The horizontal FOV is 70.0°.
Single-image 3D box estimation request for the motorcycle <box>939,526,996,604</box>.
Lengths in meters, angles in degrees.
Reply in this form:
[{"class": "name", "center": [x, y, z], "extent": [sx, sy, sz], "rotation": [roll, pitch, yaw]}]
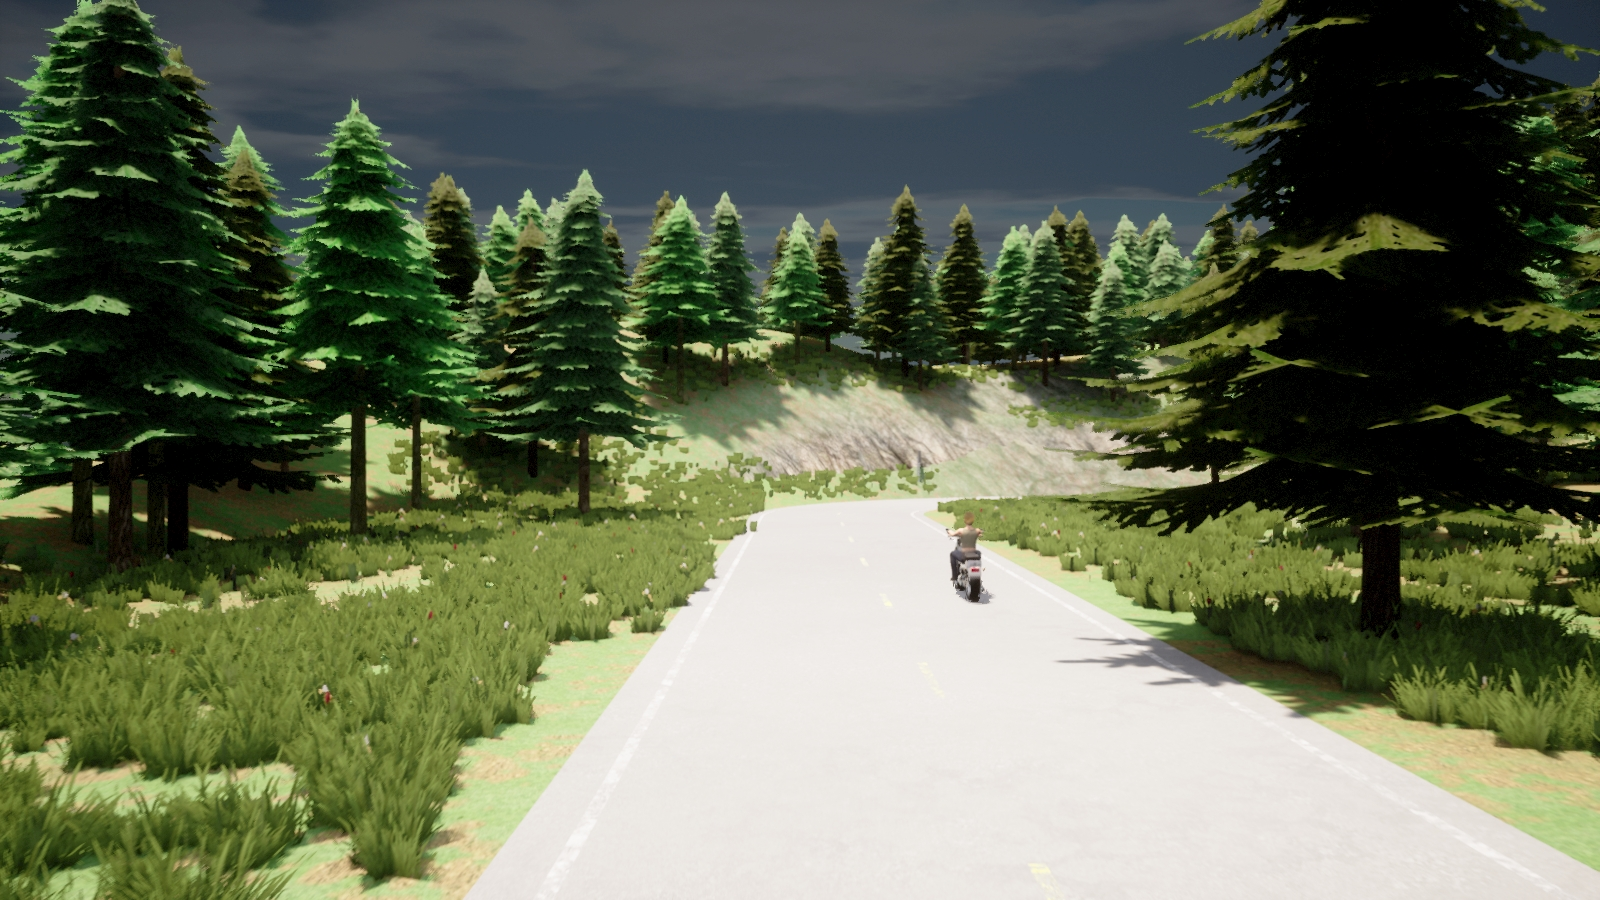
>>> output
[{"class": "motorcycle", "center": [3.192, 2.170, 21.979], "extent": [0.764, 1.277, 2.356], "rotation": [0, 0, 0]}]
